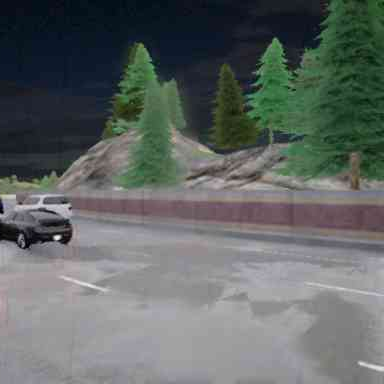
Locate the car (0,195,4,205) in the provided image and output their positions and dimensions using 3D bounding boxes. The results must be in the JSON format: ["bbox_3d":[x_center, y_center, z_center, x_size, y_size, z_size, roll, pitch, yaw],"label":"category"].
[{"bbox_3d":[-21.352,1.194,35.107,2.150,2.045,5.566,0,0,-37],"label":"car"}]

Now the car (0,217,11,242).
[{"bbox_3d":[-7.557,1.513,10.237,4.674,1.442,1.812,0,0,41],"label":"car"}]

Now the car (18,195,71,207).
[{"bbox_3d":[-9.936,1.213,21.985,2.150,2.045,5.566,0,-1,-45],"label":"car"}]

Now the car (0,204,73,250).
[{"bbox_3d":[-7.011,1.501,14.416,4.892,1.490,1.837,0,0,41],"label":"car"}]
